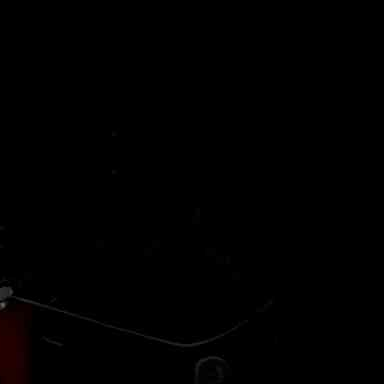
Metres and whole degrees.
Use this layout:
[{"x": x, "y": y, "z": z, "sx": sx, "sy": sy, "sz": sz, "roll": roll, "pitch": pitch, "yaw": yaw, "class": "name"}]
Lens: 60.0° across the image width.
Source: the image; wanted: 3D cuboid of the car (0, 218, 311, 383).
[{"x": -1.082, "y": 1.356, "z": 4.006, "sx": 4.553, "sy": 1.767, "sz": 2.185, "roll": 0, "pitch": 0, "yaw": 35, "class": "car"}]

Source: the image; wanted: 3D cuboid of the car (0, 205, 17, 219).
[{"x": -5.730, "y": 1.257, "z": 7.149, "sx": 5.566, "sy": 2.045, "sz": 2.435, "roll": 0, "pitch": 0, "yaw": 34, "class": "car"}]
